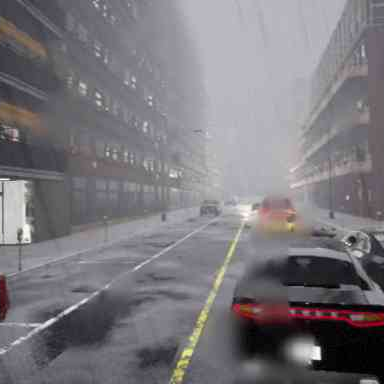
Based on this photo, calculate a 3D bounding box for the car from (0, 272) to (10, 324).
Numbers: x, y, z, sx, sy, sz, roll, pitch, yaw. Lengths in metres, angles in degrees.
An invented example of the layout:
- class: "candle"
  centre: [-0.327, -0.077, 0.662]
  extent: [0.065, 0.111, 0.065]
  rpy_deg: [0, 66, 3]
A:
- class: "car"
  centre: [-4.255, 1.704, 3.873]
  extent: [1.887, 1.381, 4.507]
  rpy_deg: [-1, -1, 11]

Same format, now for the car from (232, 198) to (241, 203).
- class: "car"
  centre: [11.718, 2.252, 87.421]
  extent: [1.947, 1.339, 4.313]
  rpy_deg: [-1, -1, 11]

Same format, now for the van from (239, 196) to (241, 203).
- class: "van"
  centre: [9.585, 1.956, 76.284]
  extent: [1.690, 1.788, 3.998]
  rpy_deg: [-1, -1, 11]

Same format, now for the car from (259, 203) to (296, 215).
- class: "car"
  centre: [4.214, 1.521, 15.552]
  extent: [1.801, 1.575, 5.366]
  rpy_deg: [-2, -1, 11]

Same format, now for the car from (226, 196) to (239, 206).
- class: "car"
  centre: [7.455, 1.860, 65.144]
  extent: [2.192, 1.841, 5.009]
  rpy_deg: [-1, -1, 11]

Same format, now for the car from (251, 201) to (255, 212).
- class: "car"
  centre: [8.680, 1.787, 43.183]
  extent: [1.812, 1.442, 4.674]
  rpy_deg: [-2, -1, 11]

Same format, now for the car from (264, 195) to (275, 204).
- class: "car"
  centre: [17.327, 1.706, 74.835]
  extent: [2.192, 1.841, 5.009]
  rpy_deg: [-1, -1, 11]

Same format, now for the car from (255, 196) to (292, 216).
- class: "car"
  centre: [5.305, 1.327, 21.291]
  extent: [2.150, 2.045, 5.566]
  rpy_deg: [-2, -1, 11]

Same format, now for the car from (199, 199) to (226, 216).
- class: "car"
  centre: [2.131, 1.684, 37.295]
  extent: [2.192, 1.841, 5.009]
  rpy_deg: [-1, -1, 11]

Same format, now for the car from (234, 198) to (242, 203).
- class: "car"
  centre: [12.783, 2.272, 92.991]
  extent: [2.008, 1.369, 4.403]
  rpy_deg: [-1, -1, 11]

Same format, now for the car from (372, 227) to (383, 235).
- class: "car"
  centre: [4.553, 1.522, 7.994]
  extent: [2.008, 1.369, 4.403]
  rpy_deg: [-1, -1, 11]

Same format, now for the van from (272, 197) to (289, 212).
- class: "van"
  centre: [10.939, 1.521, 41.416]
  extent: [1.690, 1.788, 3.998]
  rpy_deg: [-1, -1, 11]

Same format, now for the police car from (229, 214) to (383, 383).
- class: "police car"
  centre: [1.966, 1.440, 5.867]
  extent: [1.930, 1.638, 5.238]
  rpy_deg: [-2, -1, 18]
